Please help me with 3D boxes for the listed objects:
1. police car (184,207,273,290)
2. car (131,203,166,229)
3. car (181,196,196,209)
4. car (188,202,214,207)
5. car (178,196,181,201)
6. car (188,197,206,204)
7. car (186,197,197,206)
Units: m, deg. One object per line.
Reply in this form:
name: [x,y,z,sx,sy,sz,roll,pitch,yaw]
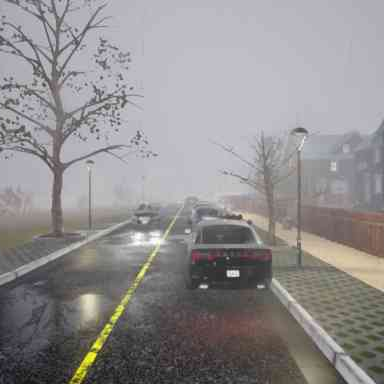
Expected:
police car: [0.819,1.425,9.218,1.930,1.638,5.238,0,0,0]
car: [-2.766,1.494,21.902,2.128,1.511,4.902,0,0,0]
car: [-0.015,1.367,45.845,2.097,1.767,4.553,0,0,0]
car: [0.811,1.527,19.108,1.812,1.442,4.674,0,0,0]
car: [-2.817,1.674,89.895,1.895,1.301,4.718,0,0,0]
car: [0.807,1.459,25.298,1.801,1.575,5.366,0,0,0]
car: [-0.042,1.551,56.936,1.812,1.442,4.674,0,0,0]
